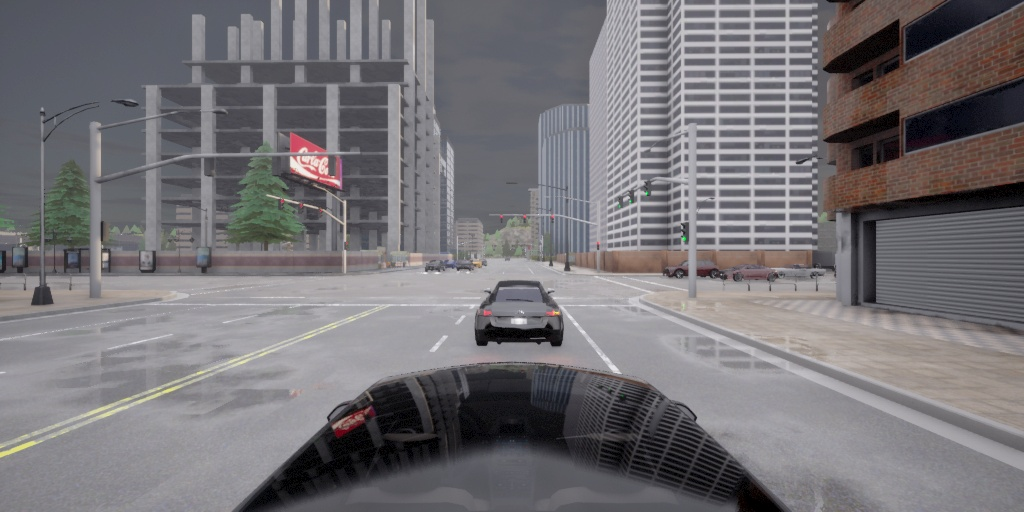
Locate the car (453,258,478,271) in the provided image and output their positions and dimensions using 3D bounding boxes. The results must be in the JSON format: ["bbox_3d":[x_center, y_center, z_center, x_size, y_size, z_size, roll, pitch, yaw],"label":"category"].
[{"bbox_3d":[-6.290,1.297,49.090,2.033,1.411,5.357,0,0,1],"label":"car"}]

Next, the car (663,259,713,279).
[{"bbox_3d":[16.068,1.102,32.301,4.553,1.767,2.097,0,0,1],"label":"car"}]

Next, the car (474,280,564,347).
[{"bbox_3d":[0.188,1.314,9.392,1.994,1.385,4.181,0,0,1],"label":"car"}]

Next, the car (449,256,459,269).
[{"bbox_3d":[-9.665,1.228,55.701,1.882,1.535,5.008,0,0,1],"label":"car"}]

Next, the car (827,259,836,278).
[{"bbox_3d":[28.679,1.228,28.630,5.008,1.535,1.882,0,0,1],"label":"car"}]

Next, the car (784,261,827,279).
[{"bbox_3d":[25.061,1.351,32.184,4.718,1.301,1.895,0,0,1],"label":"car"}]

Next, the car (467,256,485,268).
[{"bbox_3d":[-6.091,1.228,59.399,1.882,1.535,5.008,0,0,1],"label":"car"}]

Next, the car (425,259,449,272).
[{"bbox_3d":[-9.839,1.255,46.207,1.837,1.490,4.892,0,0,1],"label":"car"}]

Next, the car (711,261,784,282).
[{"bbox_3d":[18.793,1.314,28.767,4.181,1.385,1.994,0,0,1],"label":"car"}]
